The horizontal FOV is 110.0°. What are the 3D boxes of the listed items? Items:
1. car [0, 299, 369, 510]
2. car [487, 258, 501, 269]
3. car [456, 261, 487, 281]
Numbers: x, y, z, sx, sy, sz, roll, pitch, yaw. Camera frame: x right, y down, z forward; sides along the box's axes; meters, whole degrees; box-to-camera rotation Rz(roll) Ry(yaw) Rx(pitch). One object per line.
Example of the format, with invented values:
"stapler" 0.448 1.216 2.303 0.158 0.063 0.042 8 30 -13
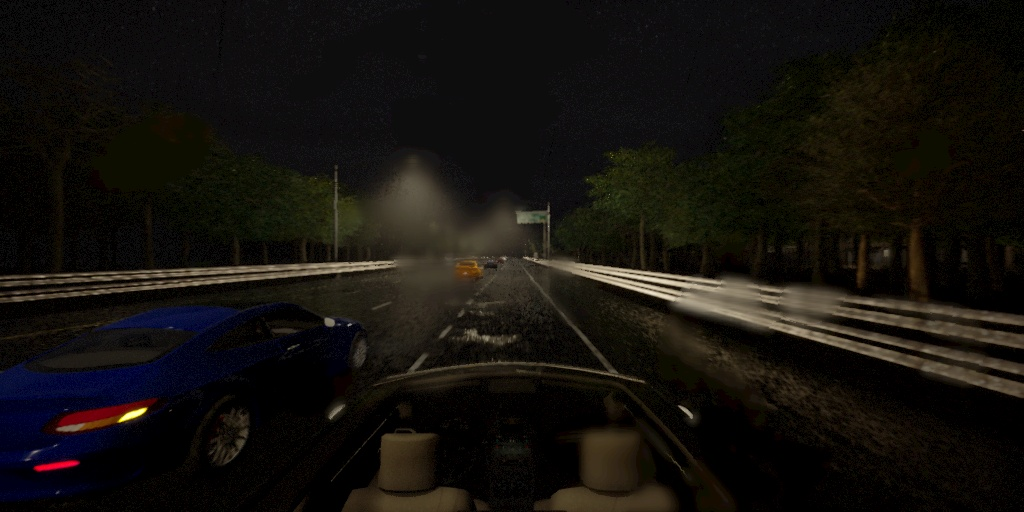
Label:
"car" -3.499 1.276 4.599 1.812 1.442 4.674 0 0 0
"car" -3.332 1.314 57.747 1.994 1.385 4.181 0 0 0
"car" -3.457 1.234 29.771 1.882 1.535 5.008 0 0 0
